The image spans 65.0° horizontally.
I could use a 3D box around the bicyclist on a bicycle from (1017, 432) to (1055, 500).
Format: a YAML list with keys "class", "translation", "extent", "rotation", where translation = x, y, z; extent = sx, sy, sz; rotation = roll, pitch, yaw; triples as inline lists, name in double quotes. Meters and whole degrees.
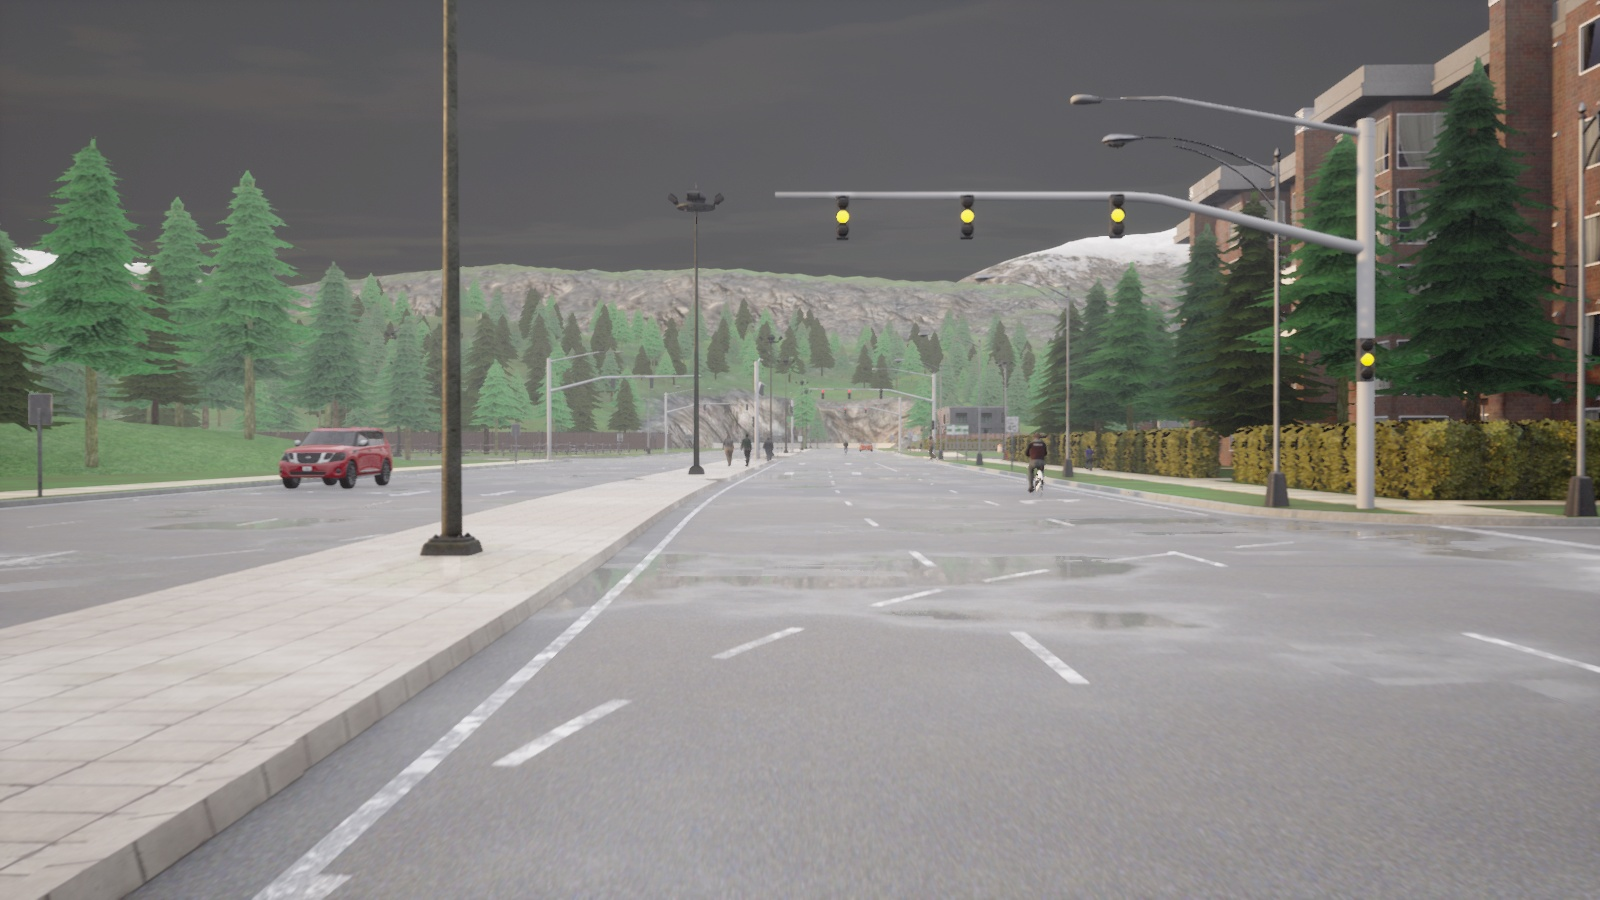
- class: "bicyclist on a bicycle"
  translation: [6.406, 0.417, 34.146]
  extent: [0.659, 1.776, 1.843]
  rotation: [0, 0, 0]

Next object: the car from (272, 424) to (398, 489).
- class: "car"
  translation: [-15.577, 0.198, 42.475]
  extent: [2.150, 2.045, 5.566]
  rotation: [0, 0, 1]

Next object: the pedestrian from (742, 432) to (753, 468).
- class: "pedestrian"
  translation: [-2.853, -0.005, 68.001]
  extent: [0.423, 1.949, 0.788]
  rotation: [0, 0, 12]

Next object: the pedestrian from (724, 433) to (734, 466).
- class: "pedestrian"
  translation: [-3.970, -0.020, 70.398]
  extent: [0.540, 1.848, 0.694]
  rotation: [0, 0, -3]
